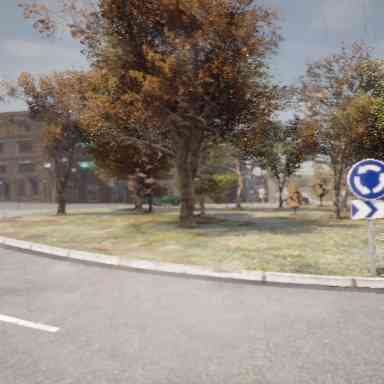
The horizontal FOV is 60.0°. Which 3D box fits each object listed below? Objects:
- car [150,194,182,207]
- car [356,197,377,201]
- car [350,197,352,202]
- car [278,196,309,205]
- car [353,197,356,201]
[{"bbox_3d":[-4.177,1.349,54.860,5.566,2.045,2.150,0,-1,-23],"label":"car"},{"bbox_3d":[40.727,1.530,75.502,4.892,1.521,2.231,-3,-4,16],"label":"car"},{"bbox_3d":[43.077,1.947,83.409,4.792,1.488,2.163,-3,-3,16],"label":"car"},{"bbox_3d":[16.936,1.388,55.603,4.892,1.490,1.837,-2,1,23],"label":"car"},{"bbox_3d":[41.500,1.661,78.143,5.008,1.535,2.097,-3,-3,16],"label":"car"}]
